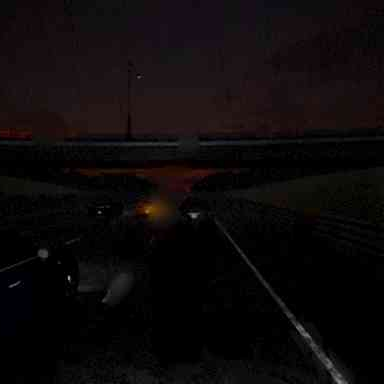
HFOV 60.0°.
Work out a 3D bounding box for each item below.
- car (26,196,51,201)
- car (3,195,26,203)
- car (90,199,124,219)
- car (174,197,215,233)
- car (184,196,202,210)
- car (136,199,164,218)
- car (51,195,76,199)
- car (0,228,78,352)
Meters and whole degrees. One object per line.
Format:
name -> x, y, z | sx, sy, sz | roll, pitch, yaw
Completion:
car -> -21.053, 1.275, 47.000 | 1.895, 1.301, 4.718 | 0, 0, 0
car -> -24.549, 1.180, 46.703 | 1.837, 1.490, 4.892 | 0, 0, 0
car -> -6.885, 1.300, 27.205 | 2.128, 1.511, 4.902 | 0, 0, 0
car -> 0.110, 1.222, 18.676 | 2.097, 1.767, 4.553 | 0, 0, 0
car -> 0.117, 1.274, 39.488 | 2.033, 1.411, 5.357 | 0, 0, 0
car -> -3.385, 1.285, 27.528 | 1.882, 1.535, 5.008 | 0, 0, 0
car -> -17.554, 1.182, 46.709 | 1.837, 1.490, 4.892 | 0, 0, 0
car -> -3.399, 1.315, 5.063 | 2.097, 1.767, 4.553 | 0, 0, 0
